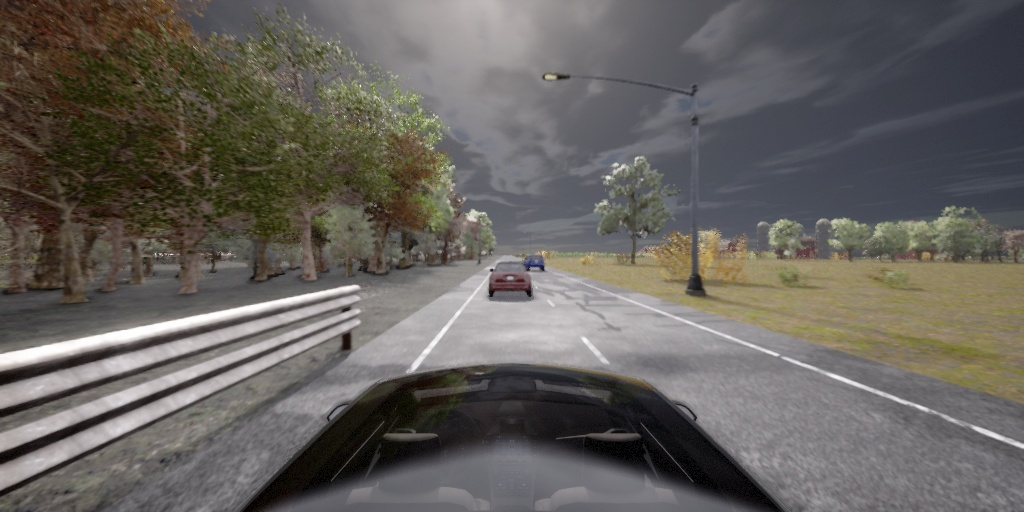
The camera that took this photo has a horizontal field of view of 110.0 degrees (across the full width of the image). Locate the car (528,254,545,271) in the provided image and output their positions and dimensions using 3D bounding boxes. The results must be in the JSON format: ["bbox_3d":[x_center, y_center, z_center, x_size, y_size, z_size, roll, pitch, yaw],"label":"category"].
[{"bbox_3d":[2.883,0.810,45.081,2.150,2.045,5.566,0,0,-1],"label":"car"}]

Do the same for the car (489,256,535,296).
[{"bbox_3d":[-0.110,1.048,18.970,2.097,1.767,4.553,0,0,-1],"label":"car"}]
